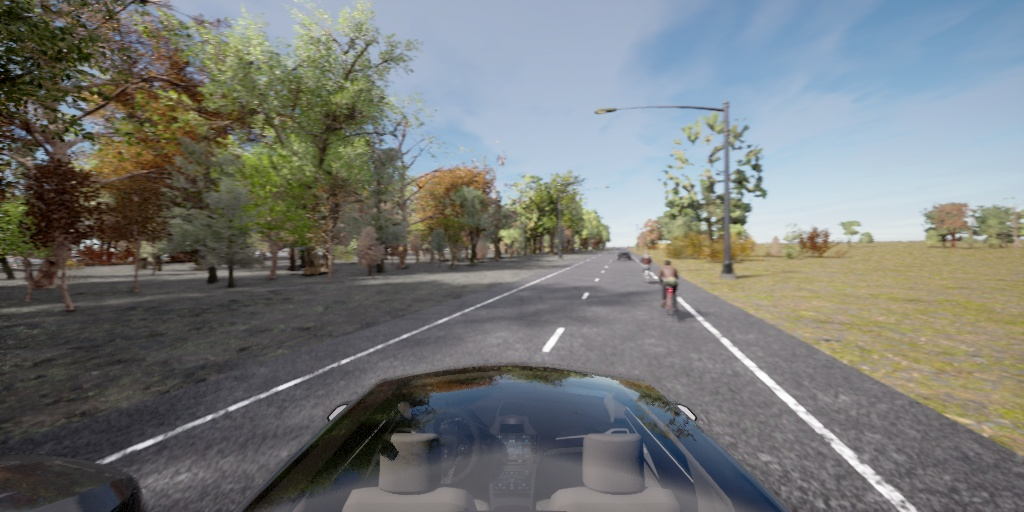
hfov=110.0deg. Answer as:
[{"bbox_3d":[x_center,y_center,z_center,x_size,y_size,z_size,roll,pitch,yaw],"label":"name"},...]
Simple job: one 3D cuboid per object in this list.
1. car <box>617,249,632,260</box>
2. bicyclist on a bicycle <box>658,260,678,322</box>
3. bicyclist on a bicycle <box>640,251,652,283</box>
[{"bbox_3d":[16.508,-0.169,52.727,1.837,1.490,4.892,-1,1,17],"label":"car"},{"bbox_3d":[4.367,0.933,9.984,0.582,1.620,1.656,-1,1,17],"label":"bicyclist on a bicycle"},{"bbox_3d":[7.176,0.598,19.185,0.659,1.776,1.843,-1,1,17],"label":"bicyclist on a bicycle"}]
